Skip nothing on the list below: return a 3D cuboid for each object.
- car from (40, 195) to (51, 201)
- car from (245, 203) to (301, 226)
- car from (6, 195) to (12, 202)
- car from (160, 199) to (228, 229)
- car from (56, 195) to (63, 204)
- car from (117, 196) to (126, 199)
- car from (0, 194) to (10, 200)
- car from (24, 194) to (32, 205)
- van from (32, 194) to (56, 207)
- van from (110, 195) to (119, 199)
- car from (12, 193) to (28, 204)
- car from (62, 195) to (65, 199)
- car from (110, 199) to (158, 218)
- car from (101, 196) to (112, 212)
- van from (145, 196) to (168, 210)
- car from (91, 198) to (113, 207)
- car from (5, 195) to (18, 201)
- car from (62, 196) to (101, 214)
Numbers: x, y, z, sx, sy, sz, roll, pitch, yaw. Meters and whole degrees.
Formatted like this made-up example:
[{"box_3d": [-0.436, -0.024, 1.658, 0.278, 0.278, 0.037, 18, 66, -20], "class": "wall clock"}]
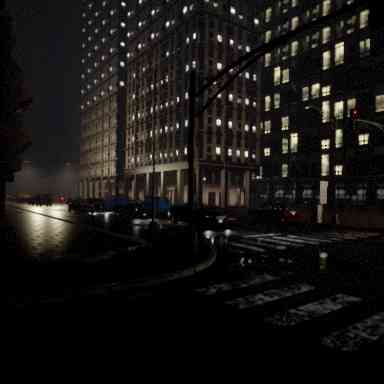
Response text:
[{"box_3d": [-36.870, 1.565, 83.741, 1.802, 1.307, 4.206, 1, -1, -35], "class": "car"}, {"box_3d": [5.683, 1.499, 23.895, 1.967, 1.590, 4.097, 1, -1, -35], "class": "car"}, {"box_3d": [-37.152, 1.393, 69.680, 1.947, 1.339, 4.313, 1, -1, -35], "class": "car"}, {"box_3d": [0.264, 1.437, 21.524, 2.128, 1.511, 4.902, 1, -1, -35], "class": "car"}, {"box_3d": [-24.973, 1.302, 62.545, 2.097, 1.767, 4.553, 1, -1, -35], "class": "car"}, {"box_3d": [-7.412, 1.579, 42.309, 2.008, 1.369, 4.403, 1, -1, -35], "class": "car"}, {"box_3d": [-46.874, 1.362, 83.354, 1.752, 1.417, 4.829, 1, -1, -35], "class": "car"}, {"box_3d": [-24.060, 1.429, 51.265, 1.802, 1.307, 4.206, 1, -1, -35], "class": "car"}, {"box_3d": [-20.783, 1.194, 46.663, 1.690, 1.788, 3.998, 1, -1, -35], "class": "van"}, {"box_3d": [-10.681, 1.362, 46.915, 1.690, 1.788, 3.998, 1, -1, -35], "class": "van"}, {"box_3d": [-30.602, 1.152, 60.475, 2.192, 1.841, 5.009, 1, -1, -35], "class": "car"}, {"box_3d": [-18.985, 1.451, 54.119, 2.128, 1.511, 4.902, 1, -1, -35], "class": "car"}, {"box_3d": [-5.159, 1.533, 29.149, 1.895, 1.301, 4.718, 1, -1, -35], "class": "car"}, {"box_3d": [-11.077, 1.422, 37.489, 1.837, 1.490, 4.892, 1, 0, -35], "class": "car"}, {"box_3d": [-4.135, 1.376, 37.707, 1.690, 1.788, 3.998, 1, -1, -35], "class": "van"}, {"box_3d": [-13.958, 1.581, 51.516, 1.947, 1.339, 4.313, 1, -1, -35], "class": "car"}, {"box_3d": [-40.424, 1.375, 74.283, 2.008, 1.369, 4.403, 1, -1, -35], "class": "car"}, {"box_3d": [-10.968, 1.424, 32.850, 2.008, 1.369, 4.403, 1, -1, -35], "class": "car"}]
